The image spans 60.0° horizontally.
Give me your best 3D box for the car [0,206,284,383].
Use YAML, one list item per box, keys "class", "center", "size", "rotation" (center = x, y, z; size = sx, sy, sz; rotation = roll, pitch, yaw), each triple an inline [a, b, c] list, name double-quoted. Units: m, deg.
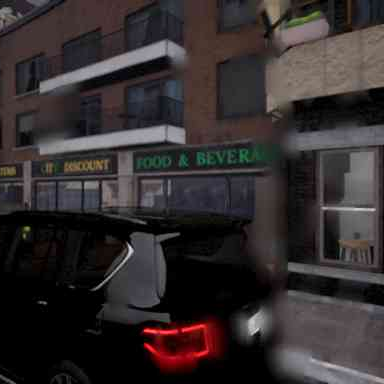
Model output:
- class: "car"
  center: [-1.629, 1.216, 4.422]
  size: [5.566, 2.045, 2.150]
  rotation: [0, 0, 36]
